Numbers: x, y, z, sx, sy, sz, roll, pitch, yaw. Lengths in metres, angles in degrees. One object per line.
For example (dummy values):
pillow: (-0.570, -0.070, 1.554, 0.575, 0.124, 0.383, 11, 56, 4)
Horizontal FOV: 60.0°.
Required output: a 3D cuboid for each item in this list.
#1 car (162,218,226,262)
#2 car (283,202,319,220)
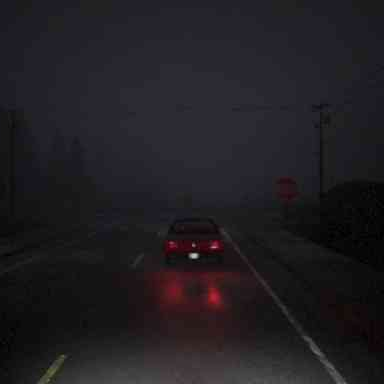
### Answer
car: (0.070, 1.562, 11.905, 1.895, 1.301, 4.718, 0, 0, 0)
car: (9.154, 1.446, 25.380, 4.181, 1.385, 1.994, 0, 0, -3)
